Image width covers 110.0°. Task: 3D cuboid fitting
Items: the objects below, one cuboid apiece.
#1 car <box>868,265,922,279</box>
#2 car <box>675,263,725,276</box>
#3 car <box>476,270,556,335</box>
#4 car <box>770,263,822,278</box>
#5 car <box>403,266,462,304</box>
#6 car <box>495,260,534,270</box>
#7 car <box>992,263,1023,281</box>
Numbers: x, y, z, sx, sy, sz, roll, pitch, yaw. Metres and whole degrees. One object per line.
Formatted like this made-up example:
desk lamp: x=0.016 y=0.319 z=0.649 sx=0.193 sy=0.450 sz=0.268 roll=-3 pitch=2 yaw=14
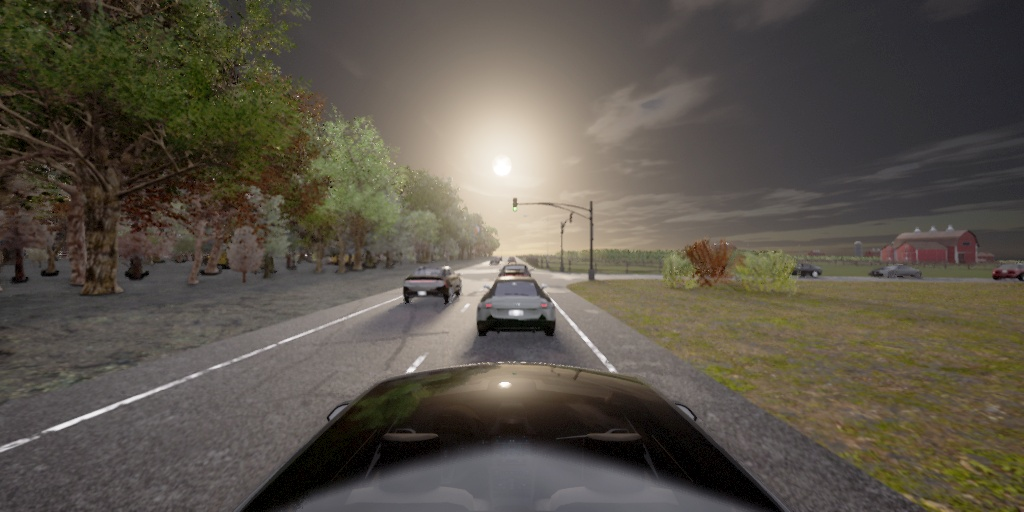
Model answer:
car: x=40.140 y=1.652 z=37.647 sx=4.181 sy=1.385 sz=1.994 roll=1 pitch=-1 yaw=1
car: x=19.434 y=1.409 z=37.741 sx=5.357 sy=1.411 sz=2.033 roll=1 pitch=-1 yaw=0
car: x=0.098 y=1.279 z=10.327 sx=1.994 sy=1.385 sz=4.181 roll=0 pitch=0 yaw=0
car: x=29.730 y=1.479 z=37.702 sx=4.892 sy=1.490 sz=1.837 roll=1 pitch=-1 yaw=0
car: x=-3.405 y=1.182 z=15.995 sx=2.128 sy=1.511 sz=4.902 roll=0 pitch=0 yaw=0
car: x=0.266 y=1.174 z=21.394 sx=1.837 sy=1.490 sz=4.892 roll=0 pitch=0 yaw=3
car: x=48.889 y=1.491 z=34.029 sx=4.553 sy=1.767 sz=2.097 roll=1 pitch=-1 yaw=0
